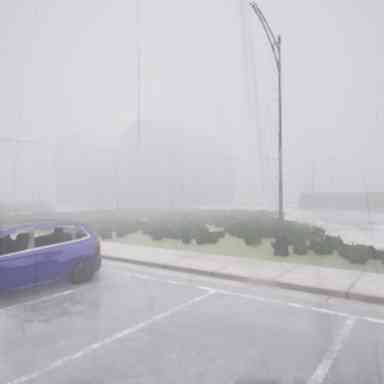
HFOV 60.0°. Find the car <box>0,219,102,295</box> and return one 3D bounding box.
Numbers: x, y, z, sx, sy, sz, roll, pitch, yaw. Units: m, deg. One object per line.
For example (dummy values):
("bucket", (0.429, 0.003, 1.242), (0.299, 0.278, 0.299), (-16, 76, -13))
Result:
("car", (-4.461, 1.558, 7.926), (2.242, 1.667, 4.611), (-1, 0, 36))
